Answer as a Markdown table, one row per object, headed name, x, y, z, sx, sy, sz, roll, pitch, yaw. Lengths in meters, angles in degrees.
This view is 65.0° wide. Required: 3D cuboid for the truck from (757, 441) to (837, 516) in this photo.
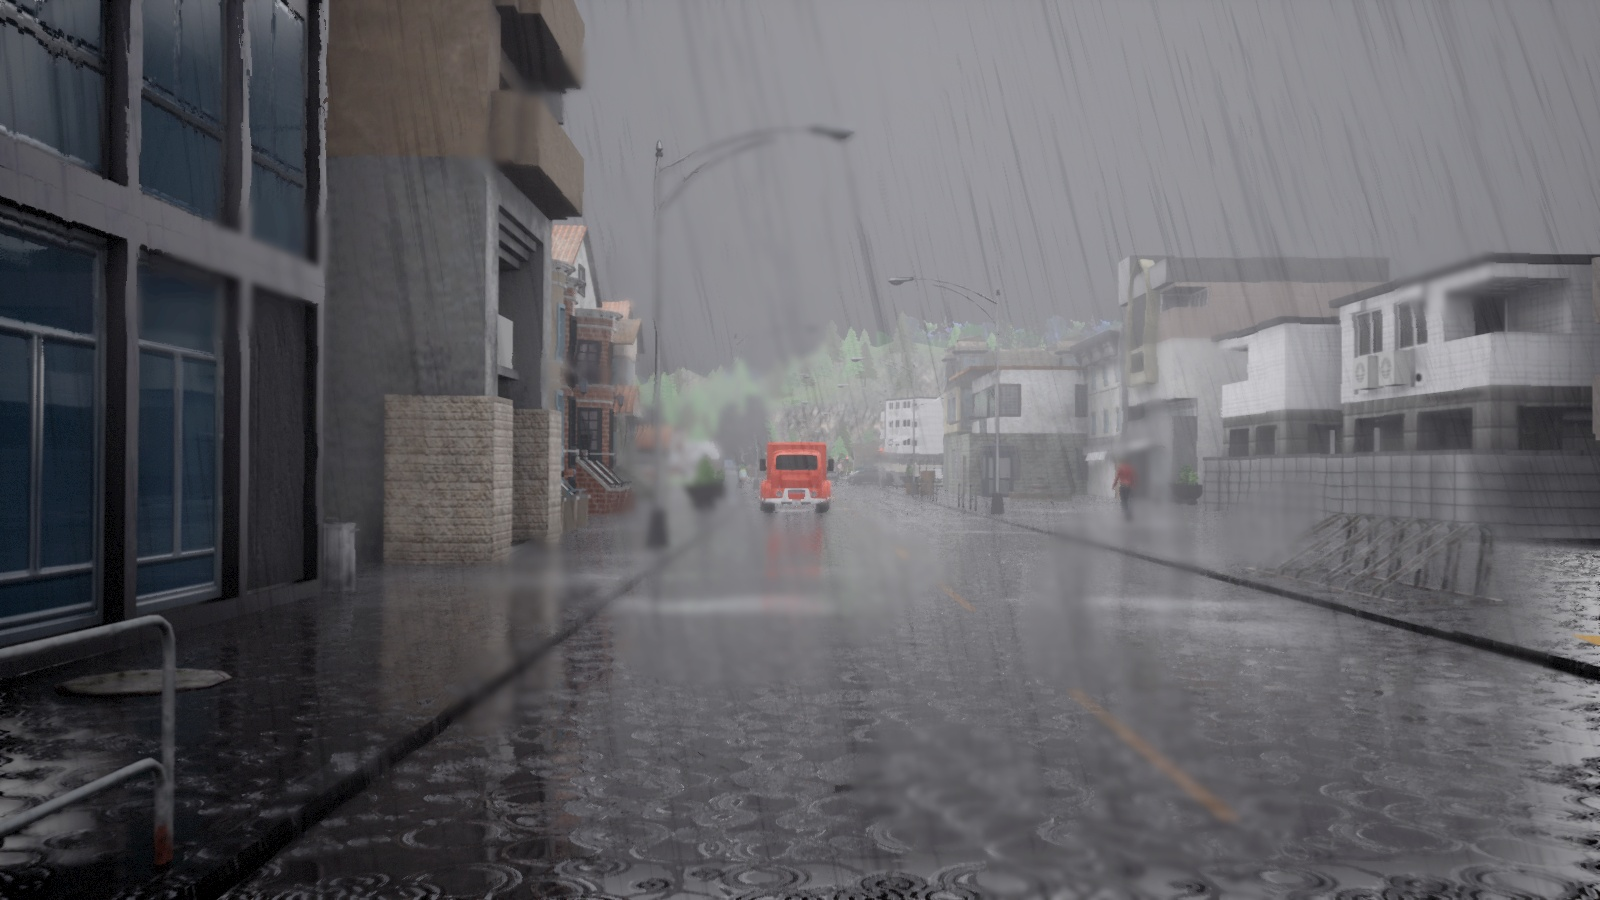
| name | x | y | z | sx | sy | sz | roll | pitch | yaw |
| --- | --- | --- | --- | --- | --- | --- | --- | --- | --- |
| truck | -0.111 | 0.968 | 44.115 | 2.627 | 2.467 | 5.204 | 0 | -1 | 0 |
